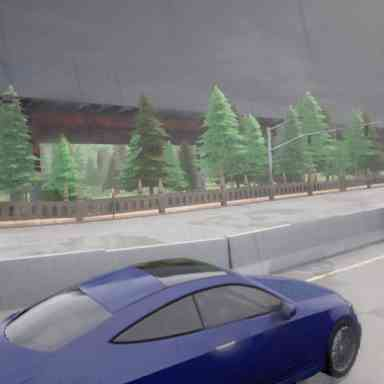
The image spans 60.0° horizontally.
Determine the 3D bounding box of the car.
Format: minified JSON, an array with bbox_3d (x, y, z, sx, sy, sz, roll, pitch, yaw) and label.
[{"bbox_3d":[0.012,1.512,3.762,4.674,1.442,1.812,-1,0,-36],"label":"car"}]
